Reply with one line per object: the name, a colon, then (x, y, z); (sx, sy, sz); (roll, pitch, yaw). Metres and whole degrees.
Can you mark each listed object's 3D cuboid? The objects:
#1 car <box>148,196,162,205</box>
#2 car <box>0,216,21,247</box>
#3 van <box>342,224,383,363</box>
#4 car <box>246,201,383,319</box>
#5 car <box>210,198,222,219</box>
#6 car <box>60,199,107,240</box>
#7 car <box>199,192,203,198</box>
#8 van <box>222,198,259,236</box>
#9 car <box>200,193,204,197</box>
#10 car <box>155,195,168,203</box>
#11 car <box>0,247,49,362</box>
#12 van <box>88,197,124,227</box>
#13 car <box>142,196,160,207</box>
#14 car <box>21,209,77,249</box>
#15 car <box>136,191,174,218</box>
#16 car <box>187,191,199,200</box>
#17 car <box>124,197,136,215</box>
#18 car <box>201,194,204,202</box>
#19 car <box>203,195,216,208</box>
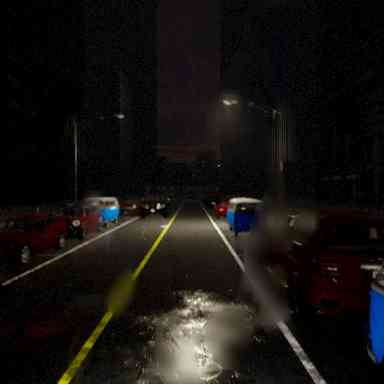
car: (-5.787, 1.319, 52.582); (1.802, 1.307, 4.206); (-1, 0, 0)
car: (-5.778, 1.285, 6.460); (2.192, 1.841, 5.009); (-1, 0, 0)
van: (2.769, 1.331, 2.169); (1.690, 1.788, 3.998); (-1, 0, 0)
car: (2.773, 1.281, 7.256); (2.192, 1.841, 5.009); (-1, 0, 0)
car: (2.745, 1.453, 27.096); (1.802, 1.307, 4.206); (-1, 0, 0)
car: (-5.779, 1.364, 16.232); (1.967, 1.590, 4.097); (-1, 0, 0)
car: (2.736, 1.195, 63.684); (1.752, 1.417, 4.829); (-1, 0, 0)
van: (2.782, 1.259, 17.431); (1.690, 1.788, 3.998); (-1, 0, 0)
car: (2.738, 1.285, 53.108); (2.008, 1.369, 4.403); (-1, 0, 0)
car: (-5.789, 1.222, 63.337); (2.008, 1.369, 4.403); (-1, 0, 0)
car: (-3.094, 1.537, 2.052); (2.033, 1.411, 5.357); (0, 0, 0)
van: (-5.781, 1.241, 21.118); (1.690, 1.788, 3.998); (-1, 0, 0)
car: (-5.786, 1.313, 47.205); (1.887, 1.381, 4.507); (-1, 0, 0)
car: (-5.776, 1.492, 11.347); (1.887, 1.381, 4.507); (-1, 0, 0)
car: (-3.023, 1.091, 28.507); (2.150, 2.045, 5.566); (0, 0, 0)
car: (-0.020, 0.991, 70.293); (1.812, 1.442, 4.674); (0, 0, 0)
car: (-5.783, 1.292, 31.069); (1.967, 1.590, 4.097); (-1, 0, 0)
car: (2.740, 1.330, 47.907); (1.947, 1.339, 4.313); (-1, 0, 0)
car: (2.741, 1.359, 42.703); (1.947, 1.339, 4.313); (-1, 0, 0)
